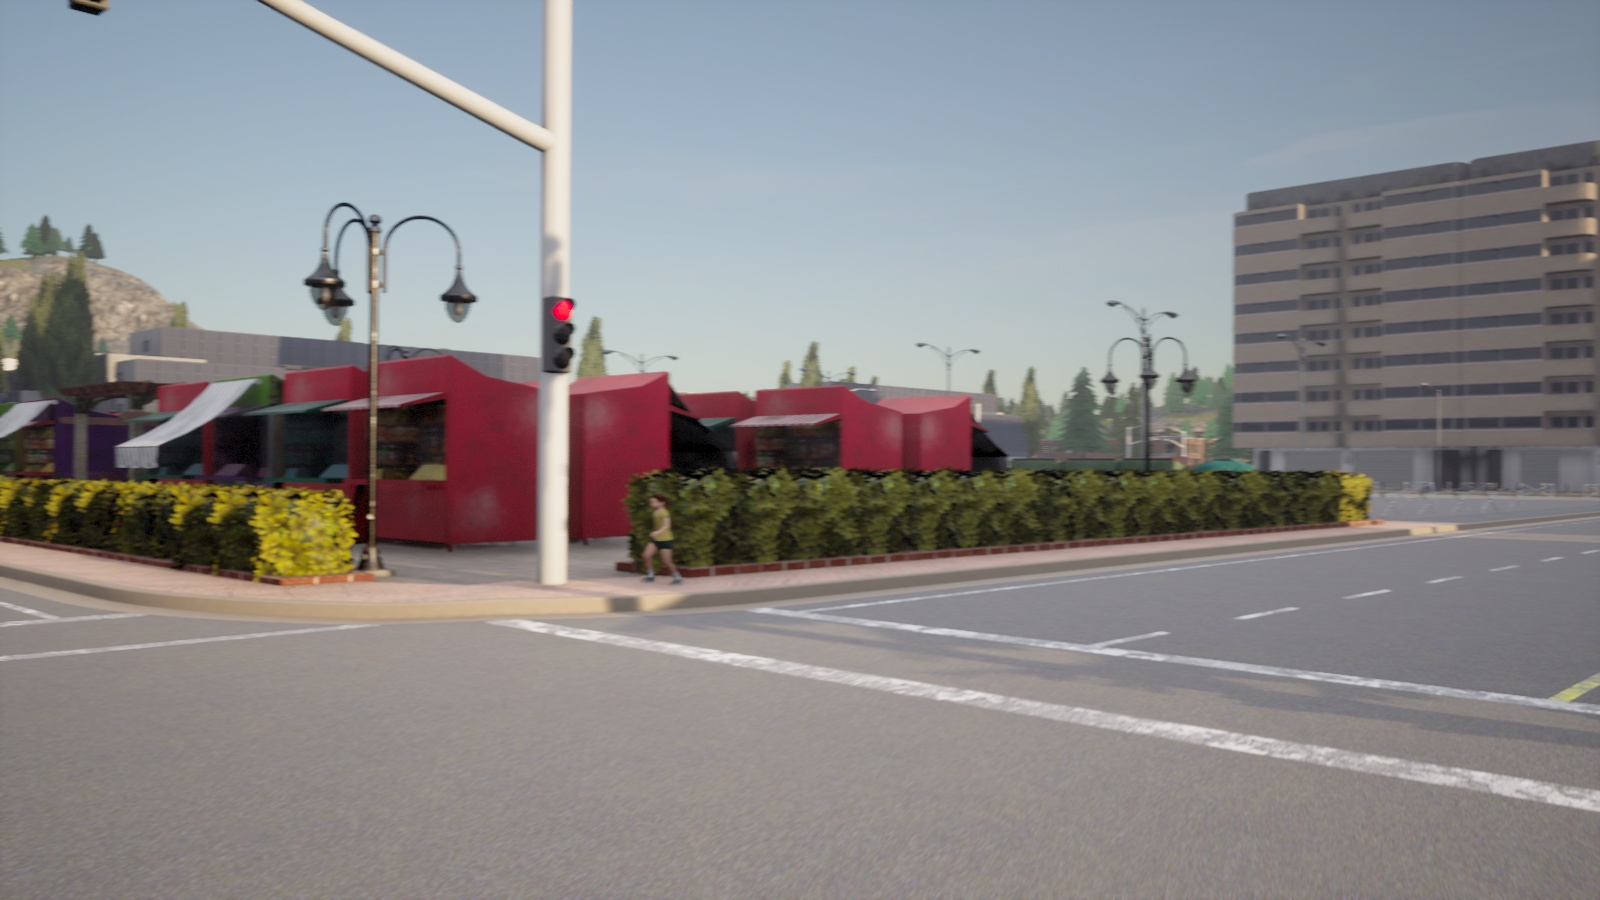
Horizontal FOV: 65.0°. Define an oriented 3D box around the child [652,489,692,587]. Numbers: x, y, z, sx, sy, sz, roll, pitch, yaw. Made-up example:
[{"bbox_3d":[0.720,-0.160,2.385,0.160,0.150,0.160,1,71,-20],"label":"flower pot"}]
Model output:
[{"bbox_3d":[-1.487,1.012,14.579,0.394,1.110,0.255,1,-1,-39],"label":"child"}]
